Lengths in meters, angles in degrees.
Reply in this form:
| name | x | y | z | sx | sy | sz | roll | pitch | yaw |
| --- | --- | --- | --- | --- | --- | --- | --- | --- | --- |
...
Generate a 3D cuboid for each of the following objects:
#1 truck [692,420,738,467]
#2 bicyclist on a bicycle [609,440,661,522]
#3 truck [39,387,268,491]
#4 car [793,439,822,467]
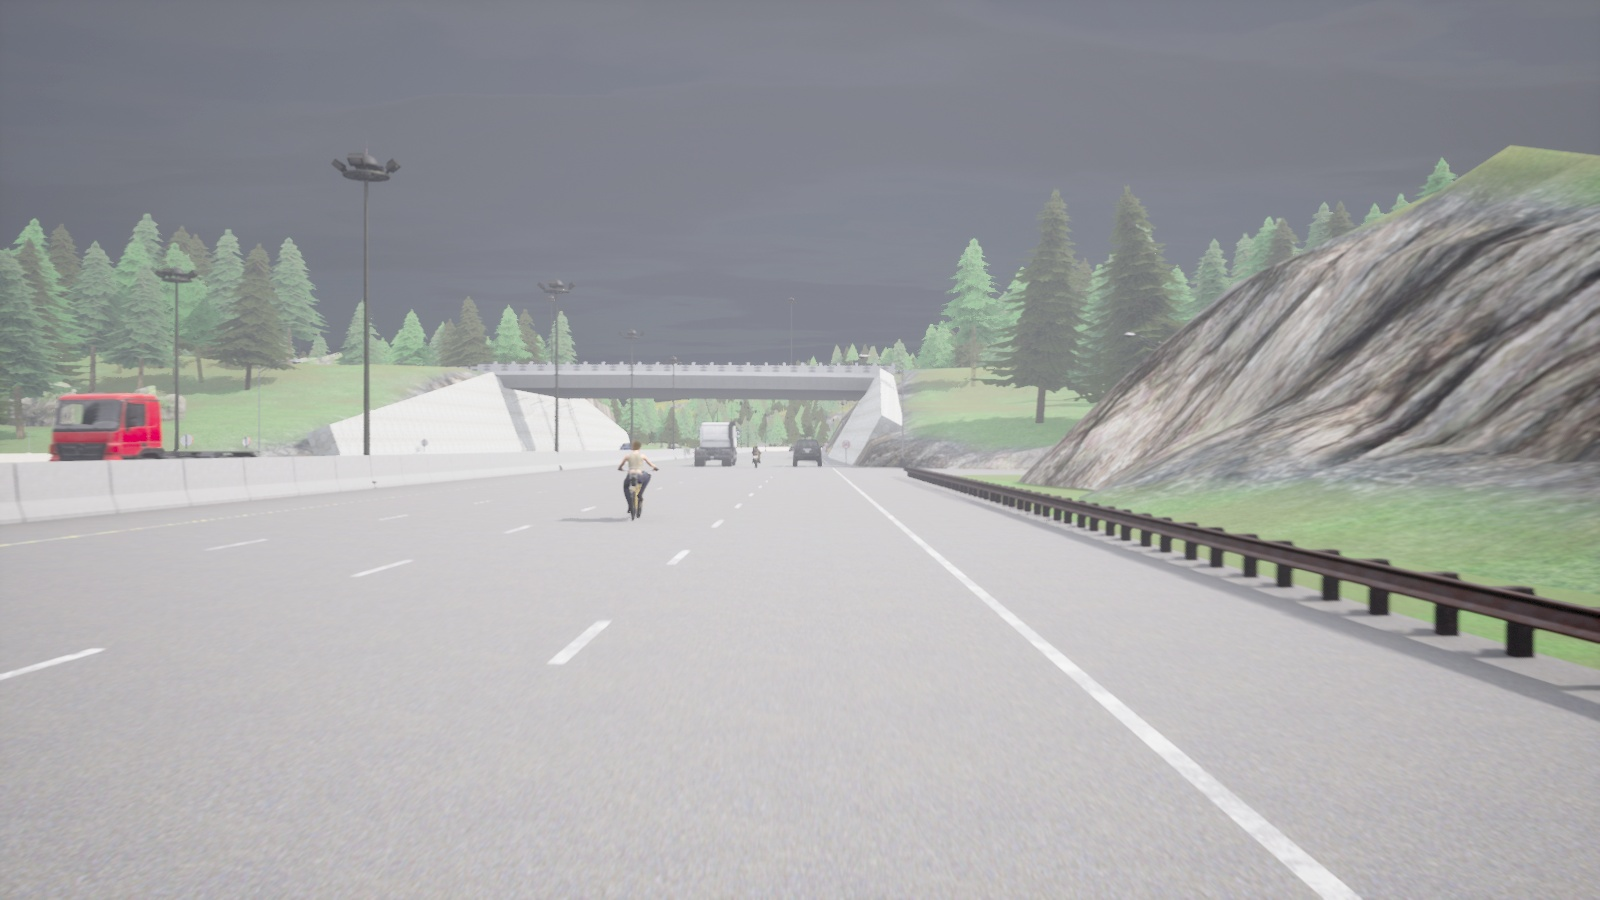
| name | x | y | z | sx | sy | sz | roll | pitch | yaw |
| --- | --- | --- | --- | --- | --- | --- | --- | --- | --- |
| truck | -6.434 | -0.493 | 95.813 | 2.891 | 3.462 | 7.936 | 0 | 0 | 0 |
| bicyclist on a bicycle | -3.333 | 0.614 | 25.508 | 0.866 | 1.612 | 1.509 | 0 | 0 | 0 |
| truck | -23.375 | -0.375 | 46.006 | 2.891 | 3.462 | 7.936 | 0 | 0 | 15 |
| car | 0.555 | 0.218 | 94.091 | 2.150 | 2.045 | 5.566 | 0 | 0 | 0 |
